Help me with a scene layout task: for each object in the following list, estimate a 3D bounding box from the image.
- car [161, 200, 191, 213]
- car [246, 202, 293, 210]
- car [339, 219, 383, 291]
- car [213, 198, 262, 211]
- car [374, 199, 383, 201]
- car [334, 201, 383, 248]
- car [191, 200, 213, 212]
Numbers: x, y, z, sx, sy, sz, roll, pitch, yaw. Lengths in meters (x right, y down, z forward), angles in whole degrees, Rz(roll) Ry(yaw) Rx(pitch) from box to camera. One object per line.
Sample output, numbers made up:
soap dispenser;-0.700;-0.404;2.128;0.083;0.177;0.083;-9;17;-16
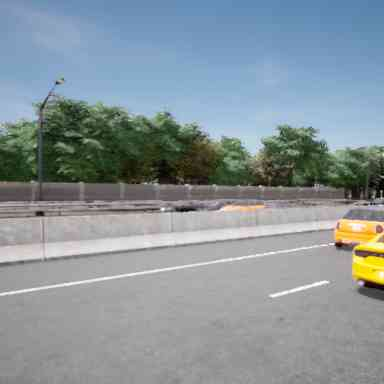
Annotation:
car;-0.838;1.591;33.488;4.902;1.511;2.128;0;0;-35
car;6.610;1.667;25.902;4.181;1.385;1.994;0;0;-35
car;5.895;1.522;8.072;5.008;1.535;1.882;0;0;-36
car;4.476;1.455;28.679;4.553;1.767;2.097;0;0;-35
car;32.346;1.869;57.109;5.357;1.411;2.033;0;0;-35
car;7.980;1.421;13.863;4.553;1.767;2.097;0;0;-36
car;2.406;1.669;31.500;4.181;1.385;1.994;0;0;-35
